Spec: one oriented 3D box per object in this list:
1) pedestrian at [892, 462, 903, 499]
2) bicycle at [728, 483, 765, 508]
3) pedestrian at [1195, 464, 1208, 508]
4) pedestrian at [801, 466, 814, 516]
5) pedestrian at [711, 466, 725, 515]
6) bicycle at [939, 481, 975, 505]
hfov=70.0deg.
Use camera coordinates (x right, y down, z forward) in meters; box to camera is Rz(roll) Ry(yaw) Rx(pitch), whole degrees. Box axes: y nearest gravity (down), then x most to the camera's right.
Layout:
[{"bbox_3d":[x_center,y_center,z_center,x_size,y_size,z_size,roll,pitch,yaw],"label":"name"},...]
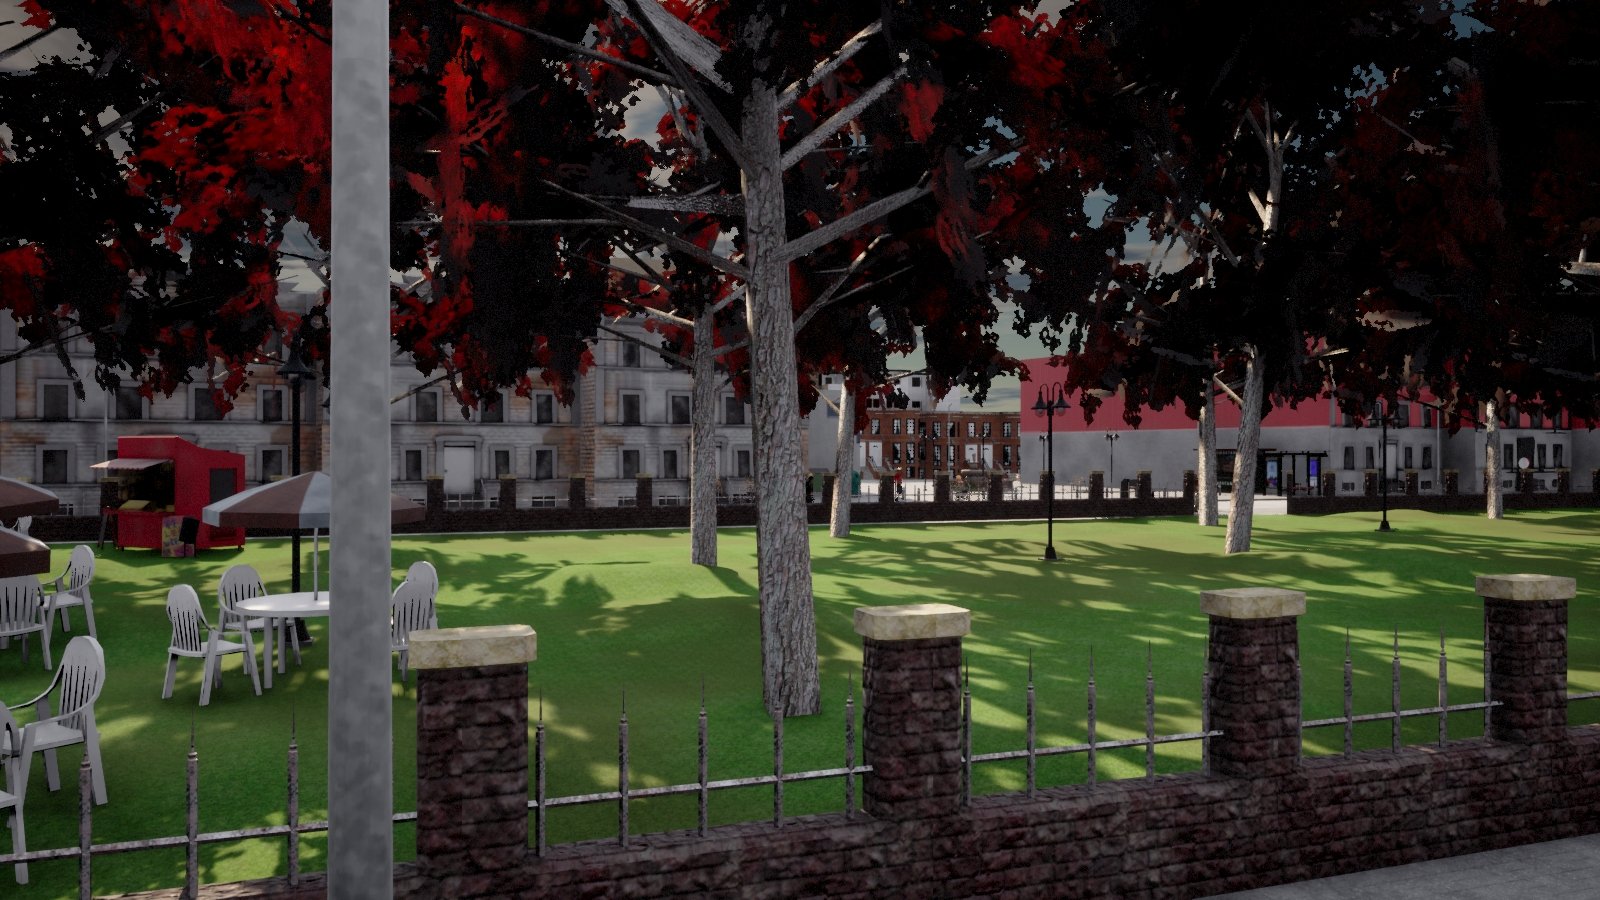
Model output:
[{"bbox_3d":[4.919,1.534,57.630,0.375,1.860,0.375,0,0,-34],"label":"pedestrian"},{"bbox_3d":[-2.393,2.042,51.141,1.487,1.080,0.859,0,0,-20],"label":"bicycle"},{"bbox_3d":[17.146,1.538,48.826,0.375,1.860,0.375,0,0,-21],"label":"pedestrian"},{"bbox_3d":[0.281,1.531,42.844,0.375,1.860,0.375,0,0,-13],"label":"pedestrian"},{"bbox_3d":[-3.090,1.528,43.167,0.375,1.860,0.375,0,0,-31],"label":"pedestrian"},{"bbox_3d":[7.537,2.046,54.775,1.487,1.080,0.859,0,0,-20],"label":"bicycle"}]
